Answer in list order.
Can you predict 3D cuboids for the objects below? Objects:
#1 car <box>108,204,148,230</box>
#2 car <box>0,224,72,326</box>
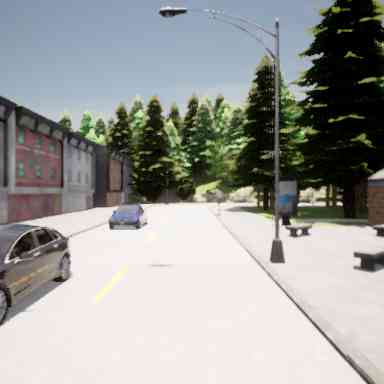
[{"bbox_3d":[-3.975,1.510,21.327,1.812,1.442,4.674,0,0,1],"label":"car"},{"bbox_3d":[-4.081,1.500,6.951,1.837,1.490,4.892,0,0,0],"label":"car"}]
